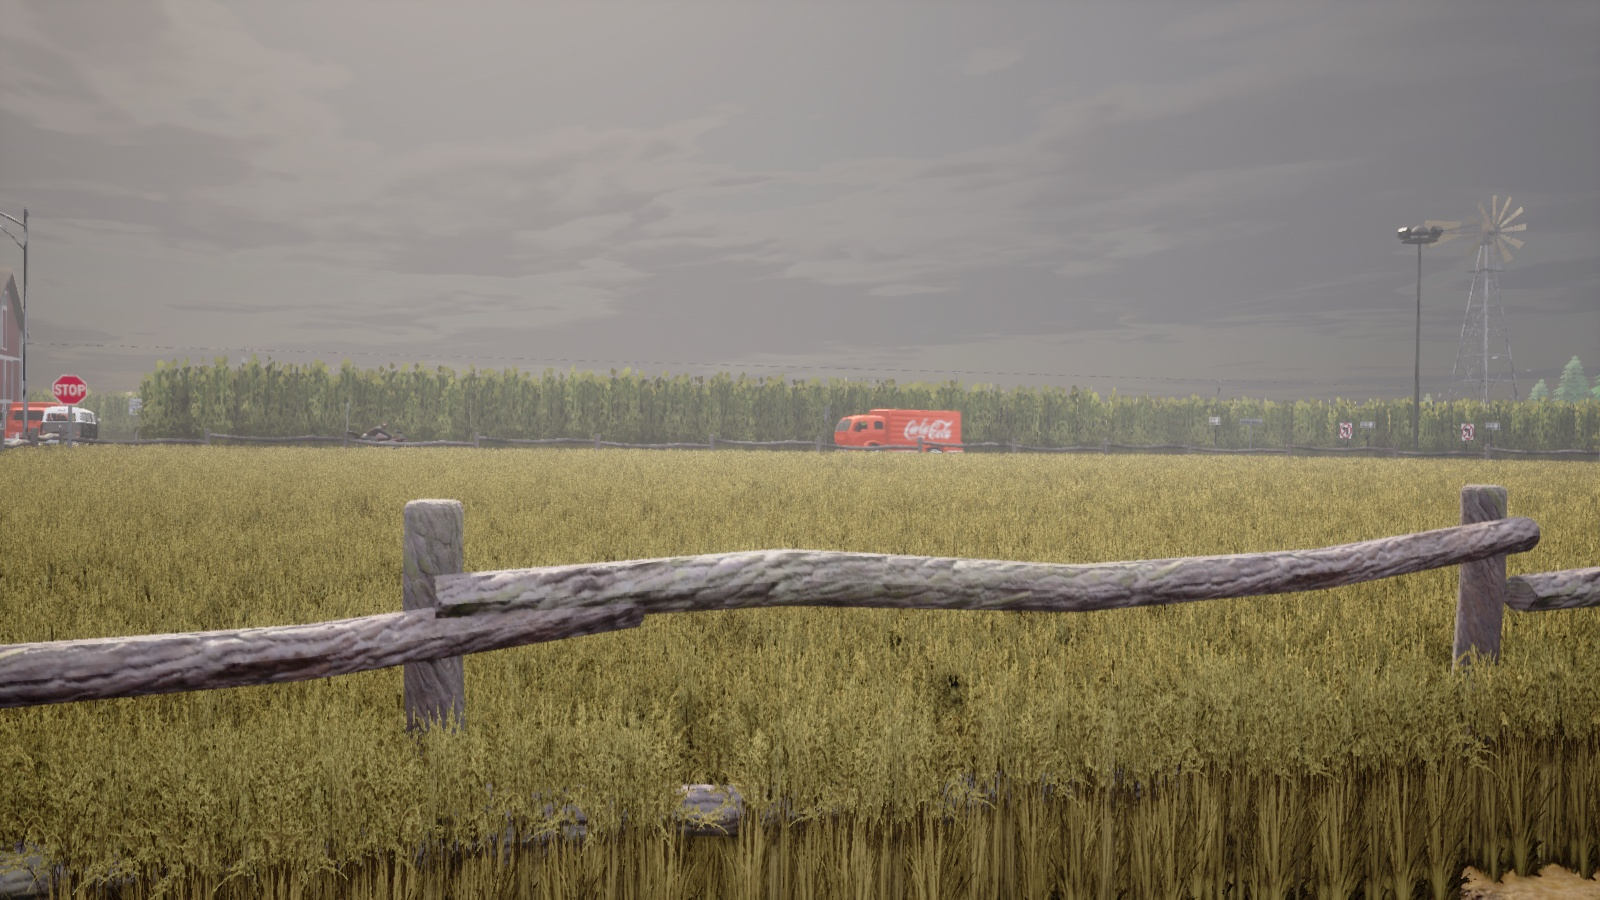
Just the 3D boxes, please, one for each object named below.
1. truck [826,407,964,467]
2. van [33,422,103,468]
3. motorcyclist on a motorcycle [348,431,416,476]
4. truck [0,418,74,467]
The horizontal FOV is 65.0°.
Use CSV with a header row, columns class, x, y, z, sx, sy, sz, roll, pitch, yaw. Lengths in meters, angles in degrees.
class,x,y,z,sx,sy,sz,roll,pitch,yaw
truck,4.029,-0.585,53.497,5.204,2.467,2.627,-1,1,-21
van,-33.950,-0.220,58.382,2.069,2.038,4.480,-1,0,-21
motorcyclist on a motorcycle,-14.424,0.116,43.302,2.191,1.530,0.866,0,1,-20
truck,-40.153,-0.396,66.013,2.627,2.467,5.204,-1,1,-21
